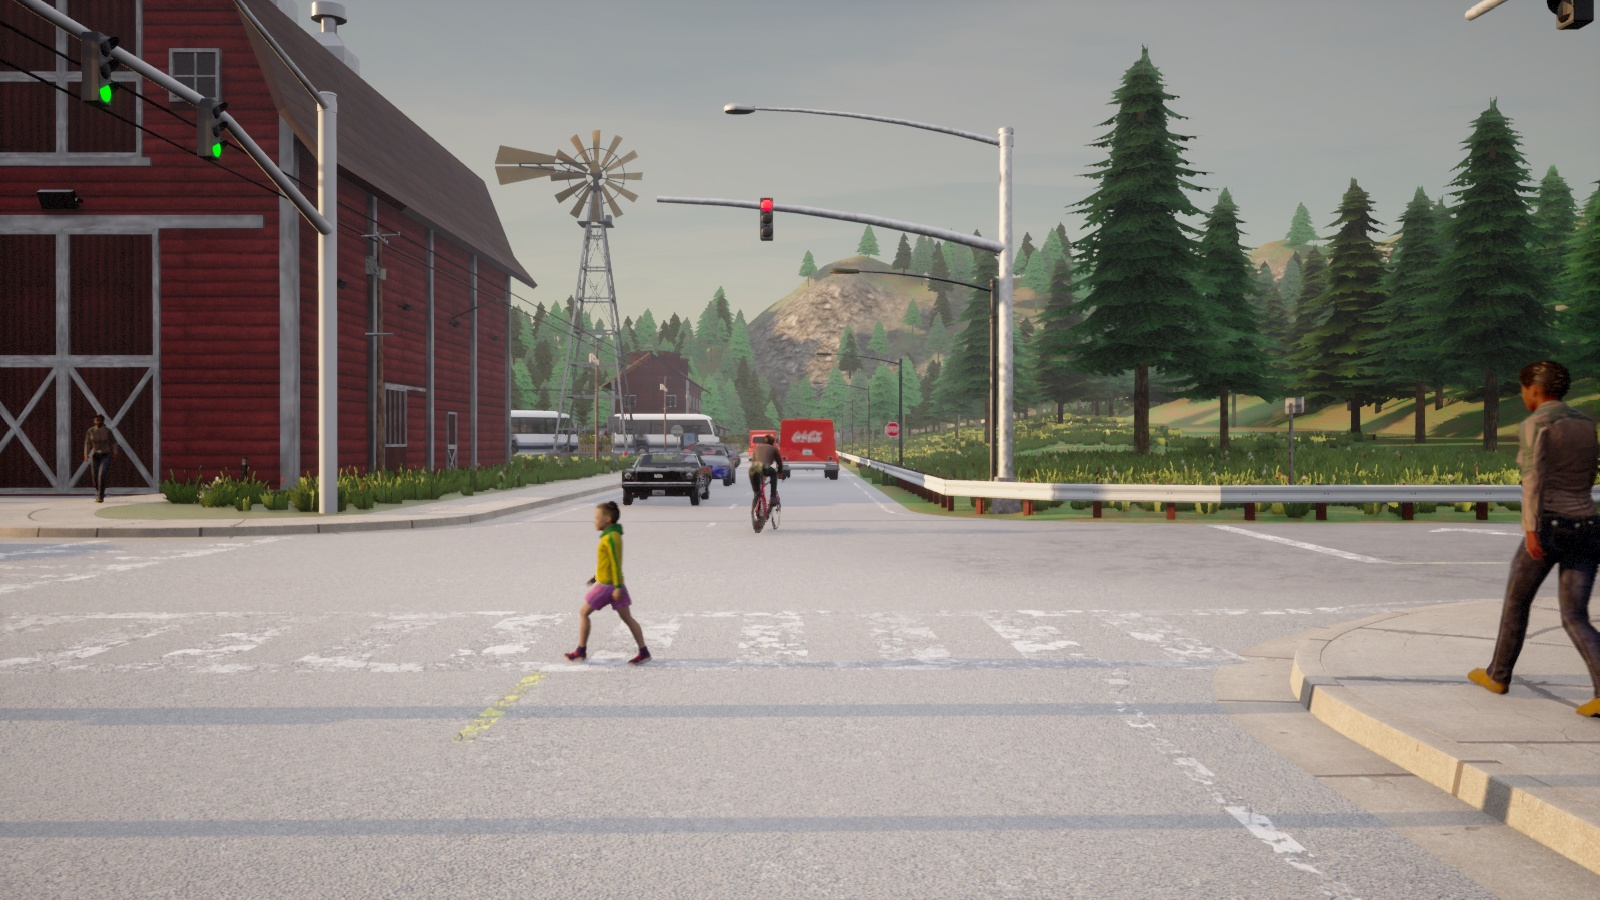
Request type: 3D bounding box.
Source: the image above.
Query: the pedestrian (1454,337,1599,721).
[{"bbox_3d":[3.745,0.369,6.350,0.328,1.805,0.869,0,0,-8],"label":"pedestrian"}]

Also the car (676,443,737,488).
[{"bbox_3d":[-3.241,0.508,44.203,1.816,1.474,4.193,0,0,0],"label":"car"}]

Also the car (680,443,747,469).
[{"bbox_3d":[-5.055,0.342,73.385,3.633,1.501,1.845,0,0,40],"label":"car"}]

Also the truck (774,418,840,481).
[{"bbox_3d":[0.305,-0.036,52.398,2.627,2.467,5.204,0,0,0],"label":"truck"}]

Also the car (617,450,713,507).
[{"bbox_3d":[-3.310,0.665,31.709,1.895,1.301,4.718,0,0,0],"label":"car"}]

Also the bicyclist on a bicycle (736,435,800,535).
[{"bbox_3d":[-0.522,0.571,21.099,0.582,1.620,1.656,-1,0,15],"label":"bicyclist on a bicycle"}]

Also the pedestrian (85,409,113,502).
[{"bbox_3d":[-13.938,0.107,24.973,0.328,1.805,0.869,0,0,-18],"label":"pedestrian"}]

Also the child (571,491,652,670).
[{"bbox_3d":[-1.257,0.863,8.399,0.473,1.160,0.299,0,0,5],"label":"child"}]
